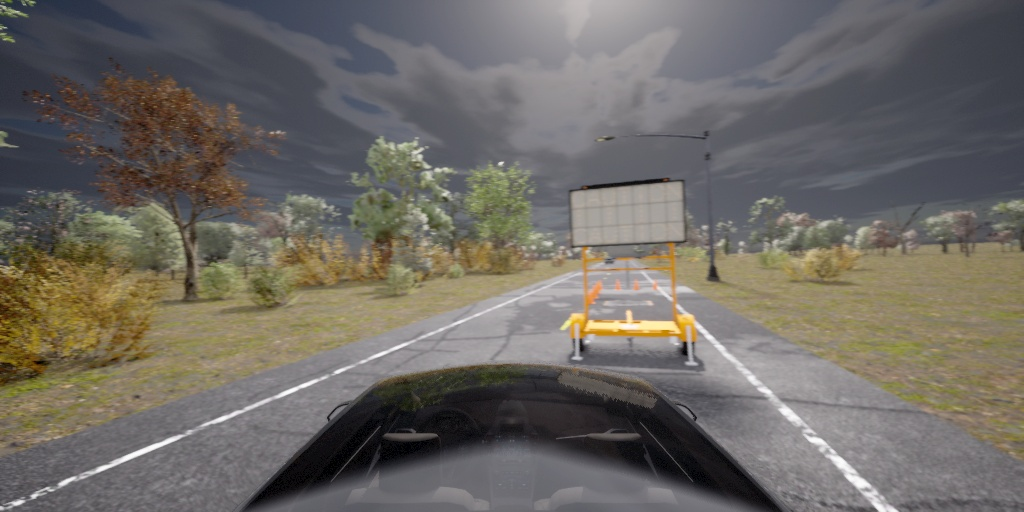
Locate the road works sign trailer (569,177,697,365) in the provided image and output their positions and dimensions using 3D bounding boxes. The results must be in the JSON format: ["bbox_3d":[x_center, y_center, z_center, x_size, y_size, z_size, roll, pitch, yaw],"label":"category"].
[{"bbox_3d":[2.629,0.168,7.954,2.380,3.560,2.880,0,0,17],"label":"road works sign trailer"}]
